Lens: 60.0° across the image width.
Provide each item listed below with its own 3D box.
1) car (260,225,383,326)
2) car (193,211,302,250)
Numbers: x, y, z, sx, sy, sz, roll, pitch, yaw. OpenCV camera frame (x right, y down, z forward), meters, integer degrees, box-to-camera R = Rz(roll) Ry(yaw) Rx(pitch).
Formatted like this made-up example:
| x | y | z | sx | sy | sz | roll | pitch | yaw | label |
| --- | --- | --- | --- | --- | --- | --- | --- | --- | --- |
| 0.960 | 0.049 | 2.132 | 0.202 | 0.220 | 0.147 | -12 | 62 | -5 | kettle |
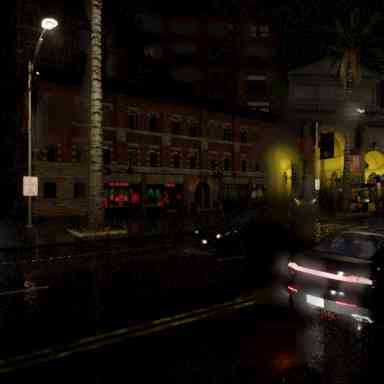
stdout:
| x | y | z | sx | sy | sz | roll | pitch | yaw | label |
| --- | --- | --- | --- | --- | --- | --- | --- | --- | --- |
| 3.911 | 1.492 | 6.610 | 4.902 | 1.511 | 2.128 | 0 | 0 | -35 | car |
| 2.652 | 1.547 | 14.516 | 5.357 | 1.411 | 2.033 | 0 | 0 | -36 | car |
